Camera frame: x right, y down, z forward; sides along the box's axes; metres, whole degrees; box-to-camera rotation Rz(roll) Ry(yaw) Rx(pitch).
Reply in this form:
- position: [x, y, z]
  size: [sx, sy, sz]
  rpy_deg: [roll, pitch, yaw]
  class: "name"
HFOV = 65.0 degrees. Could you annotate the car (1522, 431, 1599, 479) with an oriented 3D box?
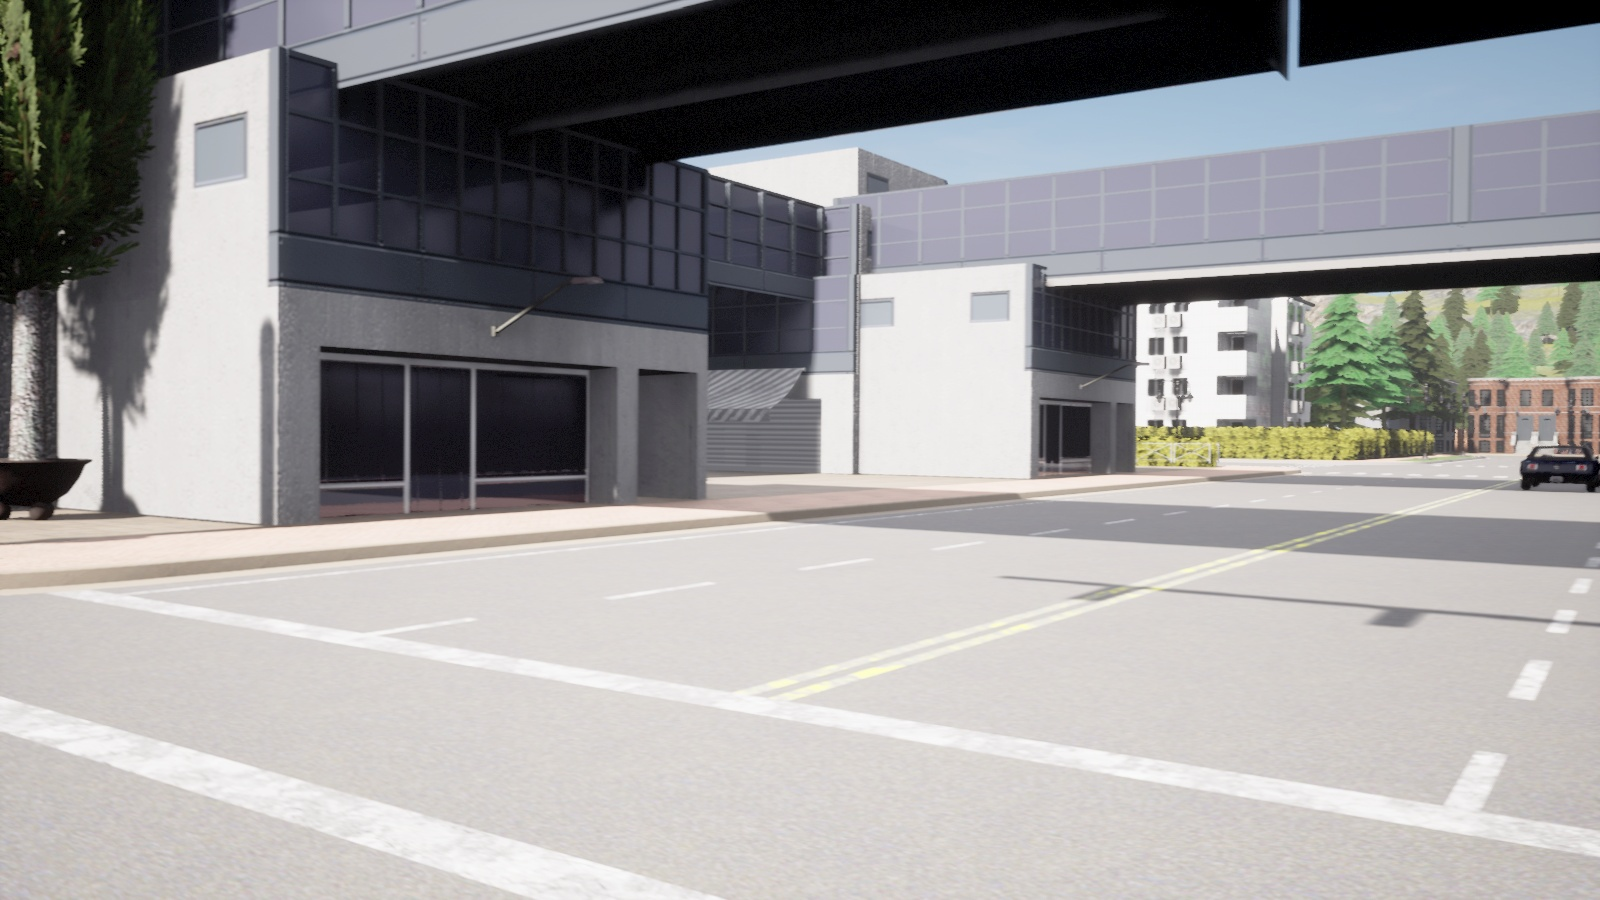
- position: [22.849, 0.113, 37.500]
  size: [1.895, 1.301, 4.718]
  rpy_deg: [0, 1, 34]
  class: "car"
